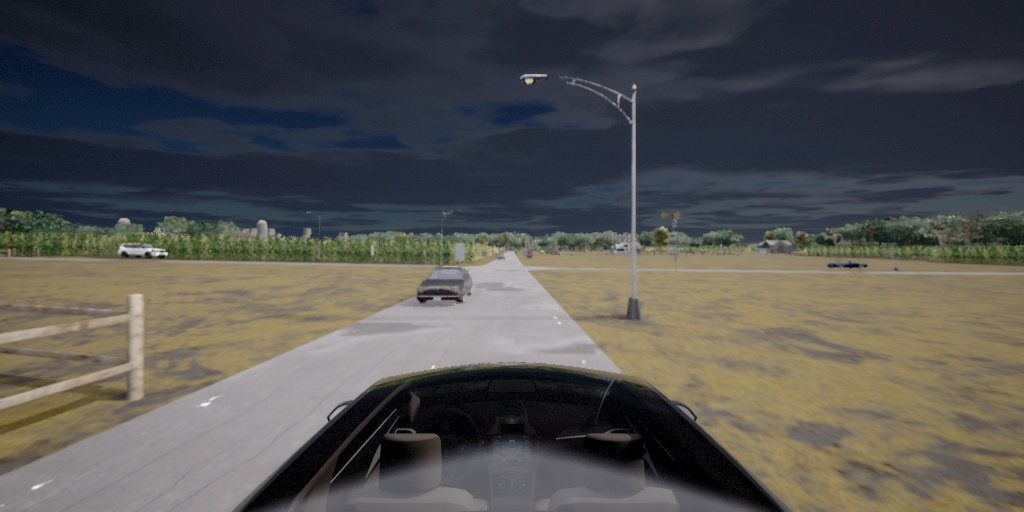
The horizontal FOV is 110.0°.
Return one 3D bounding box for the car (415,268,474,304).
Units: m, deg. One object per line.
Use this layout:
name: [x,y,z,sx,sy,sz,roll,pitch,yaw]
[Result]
car: [-2.844,1.240,16.299,2.033,1.411,5.357,0,0,0]
